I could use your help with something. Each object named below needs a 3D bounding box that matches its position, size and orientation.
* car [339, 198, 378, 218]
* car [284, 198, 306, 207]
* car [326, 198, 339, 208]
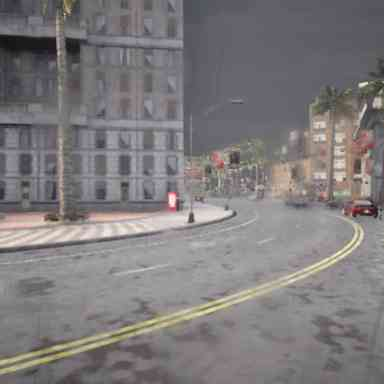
[{"bbox_3d":[14.671,1.415,29.262,1.882,1.535,5.008,0,0,13],"label":"car"},{"bbox_3d":[14.929,1.479,48.308,1.994,1.385,4.181,0,0,-6],"label":"car"},{"bbox_3d":[19.056,1.462,42.224,2.033,1.411,5.357,0,0,-4],"label":"car"}]
